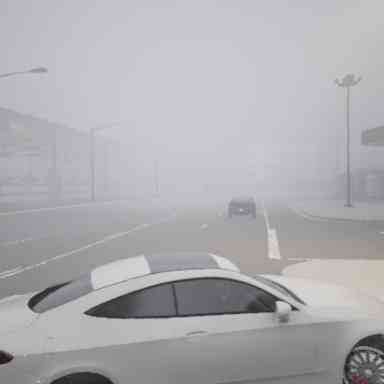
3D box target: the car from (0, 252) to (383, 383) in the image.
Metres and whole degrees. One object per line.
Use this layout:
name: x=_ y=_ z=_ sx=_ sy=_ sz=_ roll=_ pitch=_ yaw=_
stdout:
car: x=0.121 y=1.458 z=3.858 sx=4.674 sy=1.442 sz=1.812 roll=-1 pitch=-1 yaw=-13

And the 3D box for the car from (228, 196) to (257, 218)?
car: x=3.789 y=1.000 z=24.665 sx=1.882 sy=1.535 sz=5.008 roll=-1 pitch=1 yaw=11
